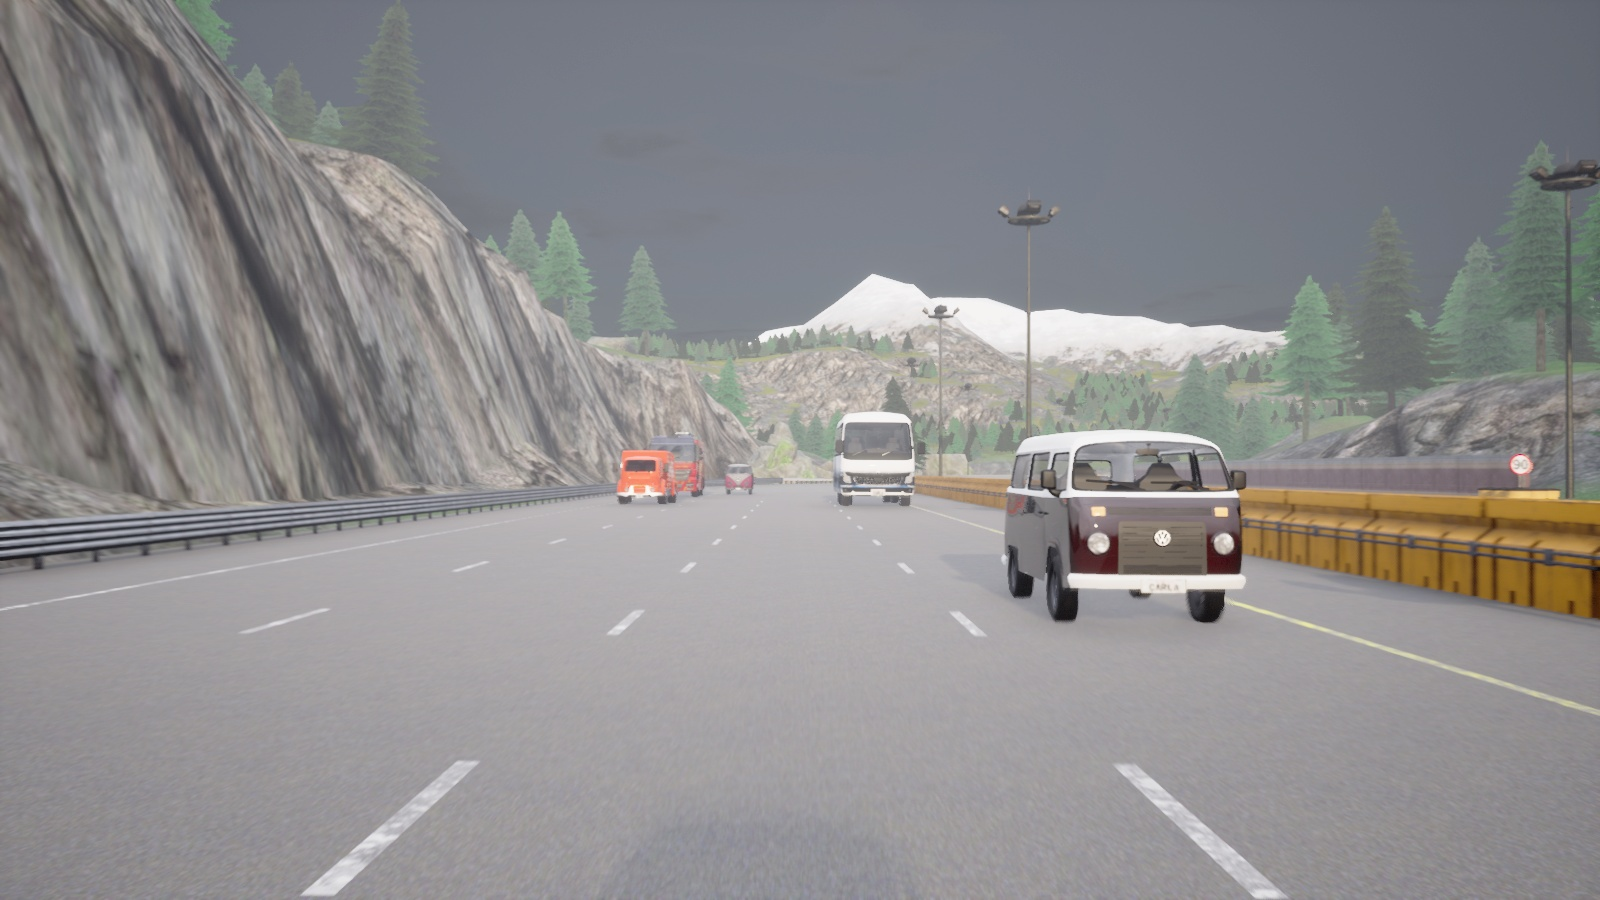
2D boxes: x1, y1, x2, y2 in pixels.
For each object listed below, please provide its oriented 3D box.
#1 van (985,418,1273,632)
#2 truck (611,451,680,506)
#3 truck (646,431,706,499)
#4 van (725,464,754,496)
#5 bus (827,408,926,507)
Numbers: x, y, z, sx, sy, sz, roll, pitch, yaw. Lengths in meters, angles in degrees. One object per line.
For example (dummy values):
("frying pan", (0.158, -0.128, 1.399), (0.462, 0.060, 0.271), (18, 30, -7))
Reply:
("van", (3.478, 0.765, 14.258), (2.069, 2.038, 4.480), (0, -1, 0))
("truck", (-7.134, 1.336, 58.582), (2.627, 2.467, 5.204), (0, -1, 0))
("truck", (-7.340, 0.938, 75.576), (2.891, 3.827, 8.468), (0, -1, -1))
("van", (-3.939, 1.960, 82.581), (1.775, 1.987, 4.442), (0, -1, -1))
("bus", (3.370, 0.404, 58.691), (3.944, 4.253, 10.273), (0, -1, 0))
